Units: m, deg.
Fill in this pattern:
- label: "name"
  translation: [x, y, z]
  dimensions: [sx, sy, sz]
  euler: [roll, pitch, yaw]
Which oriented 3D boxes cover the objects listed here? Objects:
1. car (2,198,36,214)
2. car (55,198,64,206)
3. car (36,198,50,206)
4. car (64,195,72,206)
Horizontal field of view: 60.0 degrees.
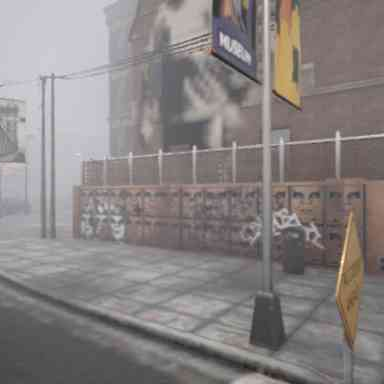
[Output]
- label: "car"
  translation: [-19.964, 1.455, 37.044]
  dimensions: [2.097, 1.767, 4.553]
  euler: [0, 0, 6]
- label: "car"
  translation: [-21.023, 1.702, 56.494]
  dimensions: [1.994, 1.385, 4.181]
  euler: [0, 0, 34]
- label: "car"
  translation: [-24.534, 1.694, 57.520]
  dimensions: [2.033, 1.411, 5.357]
  euler: [0, 0, 33]
- label: "car"
  translation: [-16.530, 1.367, 52.052]
  dimensions: [2.150, 2.045, 5.566]
  euler: [-3, -2, 35]
